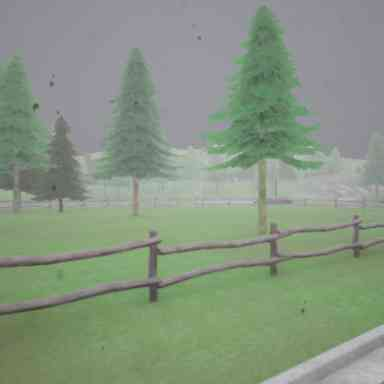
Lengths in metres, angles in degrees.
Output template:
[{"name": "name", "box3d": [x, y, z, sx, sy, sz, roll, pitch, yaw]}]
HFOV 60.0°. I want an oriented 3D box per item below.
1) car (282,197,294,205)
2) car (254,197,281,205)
[{"name": "car", "box3d": [15.990, 1.544, 60.202, 4.674, 1.442, 1.812, 0, 0, 30]}, {"name": "car", "box3d": [12.969, 1.582, 58.238, 4.181, 1.385, 1.994, 0, 0, 28]}]
